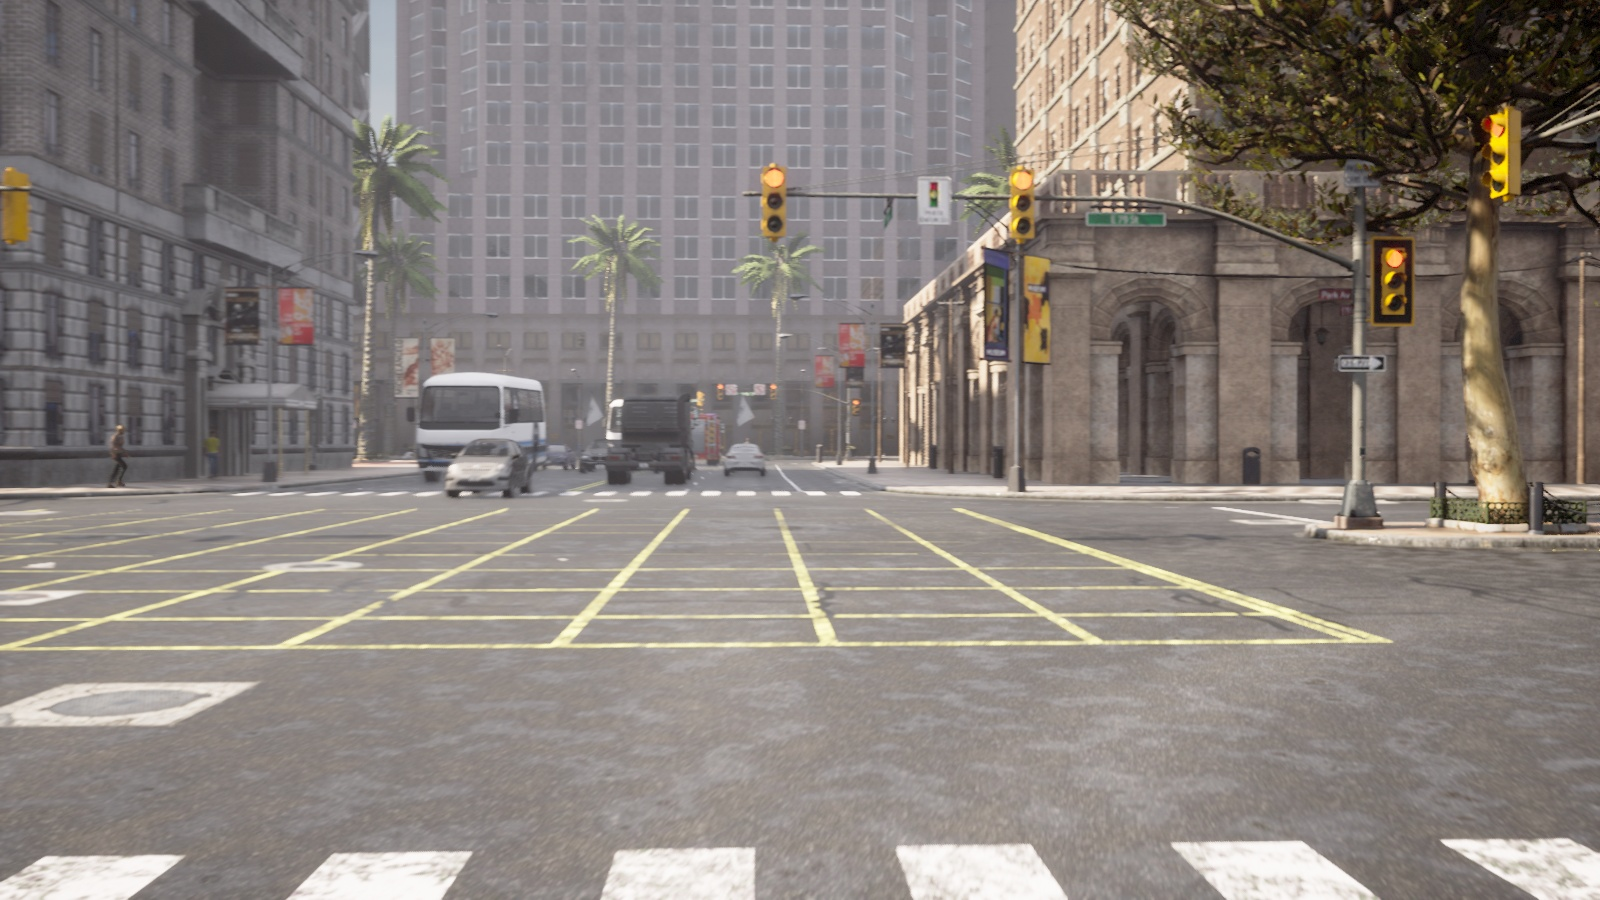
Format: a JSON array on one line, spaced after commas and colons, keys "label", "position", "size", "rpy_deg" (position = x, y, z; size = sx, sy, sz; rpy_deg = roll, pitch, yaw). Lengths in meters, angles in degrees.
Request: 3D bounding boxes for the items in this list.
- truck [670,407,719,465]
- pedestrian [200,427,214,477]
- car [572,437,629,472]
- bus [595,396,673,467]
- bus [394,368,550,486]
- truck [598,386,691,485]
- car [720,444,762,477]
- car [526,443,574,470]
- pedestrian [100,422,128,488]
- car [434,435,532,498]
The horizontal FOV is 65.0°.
[{"label": "truck", "position": [-7.173, -0.942, 86.206], "size": [2.891, 3.827, 8.468], "rpy_deg": [0, 0, -2]}, {"label": "pedestrian", "position": [-21.787, 0.076, 46.142], "size": [0.354, 1.836, 0.706], "rpy_deg": [0, 0, -16]}, {"label": "car", "position": [-9.854, 0.199, 62.429], "size": [2.242, 1.667, 4.611], "rpy_deg": [0, 0, -2]}, {"label": "bus", "position": [-10.470, -1.129, 80.448], "size": [3.944, 4.253, 10.273], "rpy_deg": [0, 0, -2]}, {"label": "bus", "position": [-12.900, -0.961, 50.683], "size": [3.944, 4.253, 10.273], "rpy_deg": [0, 2, -2]}, {"label": "truck", "position": [-5.772, -0.531, 47.861], "size": [2.891, 3.462, 7.936], "rpy_deg": [0, 0, -3]}, {"label": "car", "position": [-2.671, 0.429, 57.396], "size": [1.812, 1.442, 4.674], "rpy_deg": [0, 0, -2]}, {"label": "car", "position": [-13.561, 0.336, 68.419], "size": [1.812, 1.442, 4.674], "rpy_deg": [0, 0, -2]}, {"label": "pedestrian", "position": [-19.567, 0.143, 35.814], "size": [0.634, 1.846, 0.331], "rpy_deg": [0, 0, -10]}, {"label": "car", "position": [-8.683, 0.419, 34.691], "size": [1.851, 1.617, 3.988], "rpy_deg": [0, 0, -3]}]
